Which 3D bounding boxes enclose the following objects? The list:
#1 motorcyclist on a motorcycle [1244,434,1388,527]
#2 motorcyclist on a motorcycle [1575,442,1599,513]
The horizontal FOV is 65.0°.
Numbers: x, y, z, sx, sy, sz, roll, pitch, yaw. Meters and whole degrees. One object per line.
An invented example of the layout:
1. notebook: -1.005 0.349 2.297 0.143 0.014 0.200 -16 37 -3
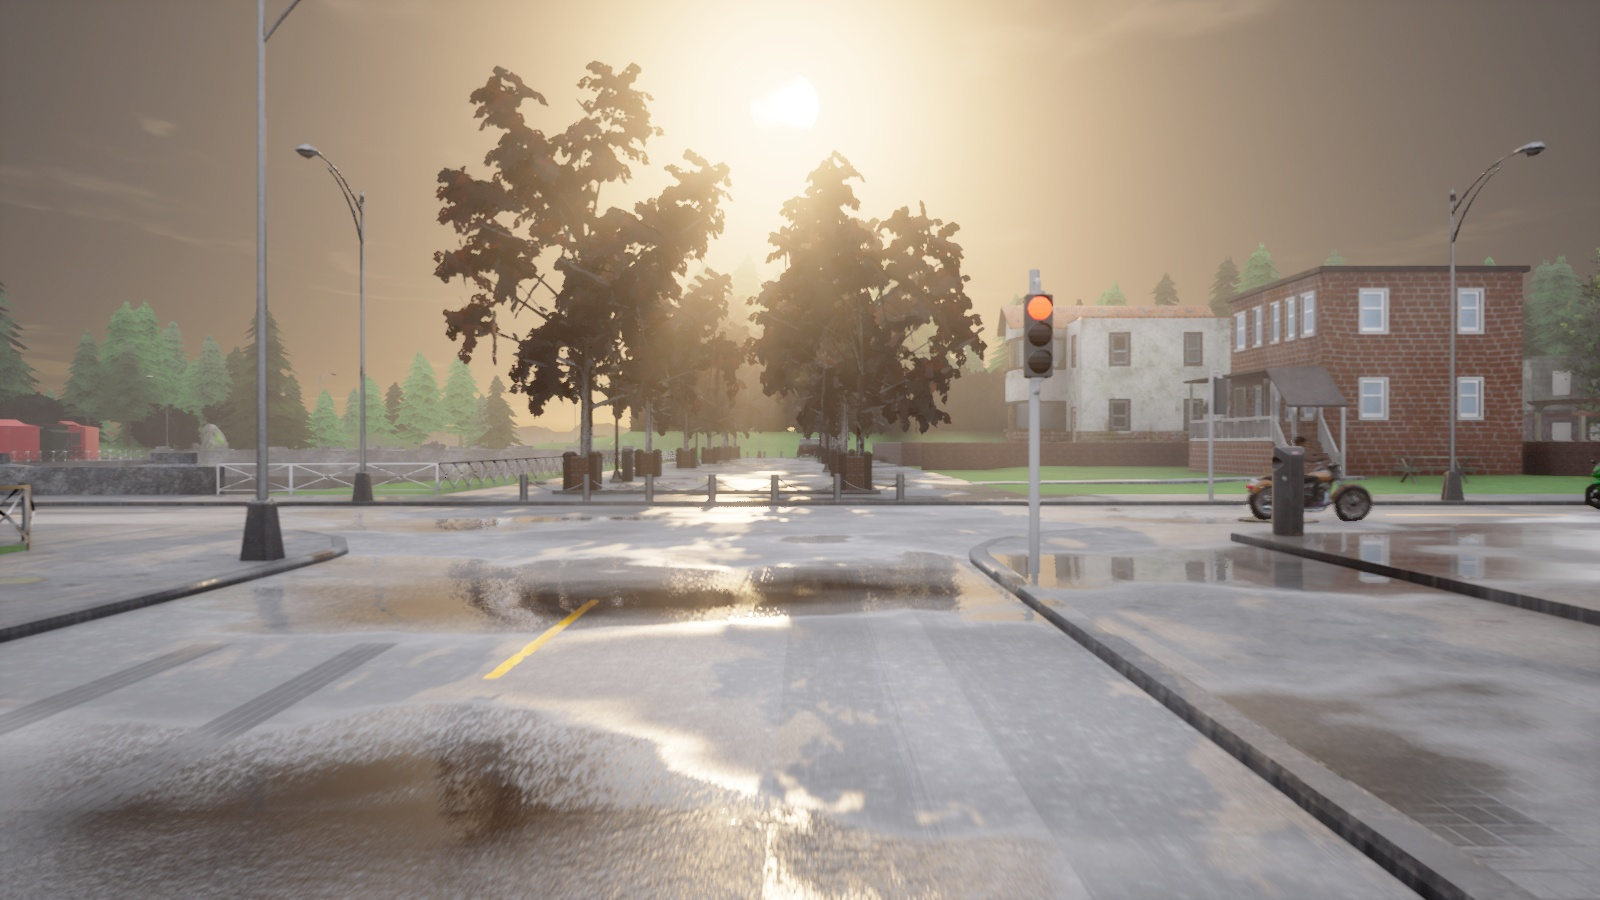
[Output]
1. motorcyclist on a motorcycle: 9.661 0.556 23.559 2.350 1.649 0.766 2 1 -2
2. motorcyclist on a motorcycle: 18.242 0.588 27.512 2.044 1.523 0.797 0 0 0
